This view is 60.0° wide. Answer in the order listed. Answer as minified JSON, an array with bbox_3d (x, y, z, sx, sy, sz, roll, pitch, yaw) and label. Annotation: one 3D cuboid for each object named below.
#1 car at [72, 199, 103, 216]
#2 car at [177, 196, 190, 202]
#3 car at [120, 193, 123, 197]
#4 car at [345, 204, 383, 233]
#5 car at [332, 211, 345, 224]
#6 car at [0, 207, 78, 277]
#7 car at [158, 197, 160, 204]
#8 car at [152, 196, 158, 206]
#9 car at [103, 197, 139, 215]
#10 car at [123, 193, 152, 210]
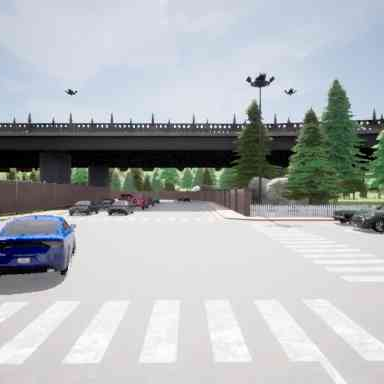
[{"bbox_3d":[-10.571,1.526,32.907,1.812,1.442,4.674,0,0,0],"label":"car"},{"bbox_3d":[-1.908,1.553,75.198,1.994,1.385,4.181,0,0,-19],"label":"car"},{"bbox_3d":[-10.580,1.224,53.881,2.150,2.045,5.566,0,0,0],"label":"car"},{"bbox_3d":[11.481,1.297,18.671,4.553,1.767,2.097,0,0,2],"label":"car"},{"bbox_3d":[11.985,1.545,22.179,4.718,1.301,1.895,0,0,2],"label":"car"},{"bbox_3d":[-4.717,1.468,10.289,1.882,1.535,5.008,1,0,-17],"label":"car"},{"bbox_3d":[-7.197,1.547,64.403,2.033,1.411,5.357,0,0,-3],"label":"car"},{"bbox_3d":[-7.046,1.564,53.742,1.994,1.385,4.181,0,0,0],"label":"car"},{"bbox_3d":[-7.043,1.547,33.560,2.033,1.411,5.357,0,0,0],"label":"car"},{"bbox_3d":[-7.045,1.221,43.734,2.150,2.045,5.566,0,0,0],"label":"car"}]
